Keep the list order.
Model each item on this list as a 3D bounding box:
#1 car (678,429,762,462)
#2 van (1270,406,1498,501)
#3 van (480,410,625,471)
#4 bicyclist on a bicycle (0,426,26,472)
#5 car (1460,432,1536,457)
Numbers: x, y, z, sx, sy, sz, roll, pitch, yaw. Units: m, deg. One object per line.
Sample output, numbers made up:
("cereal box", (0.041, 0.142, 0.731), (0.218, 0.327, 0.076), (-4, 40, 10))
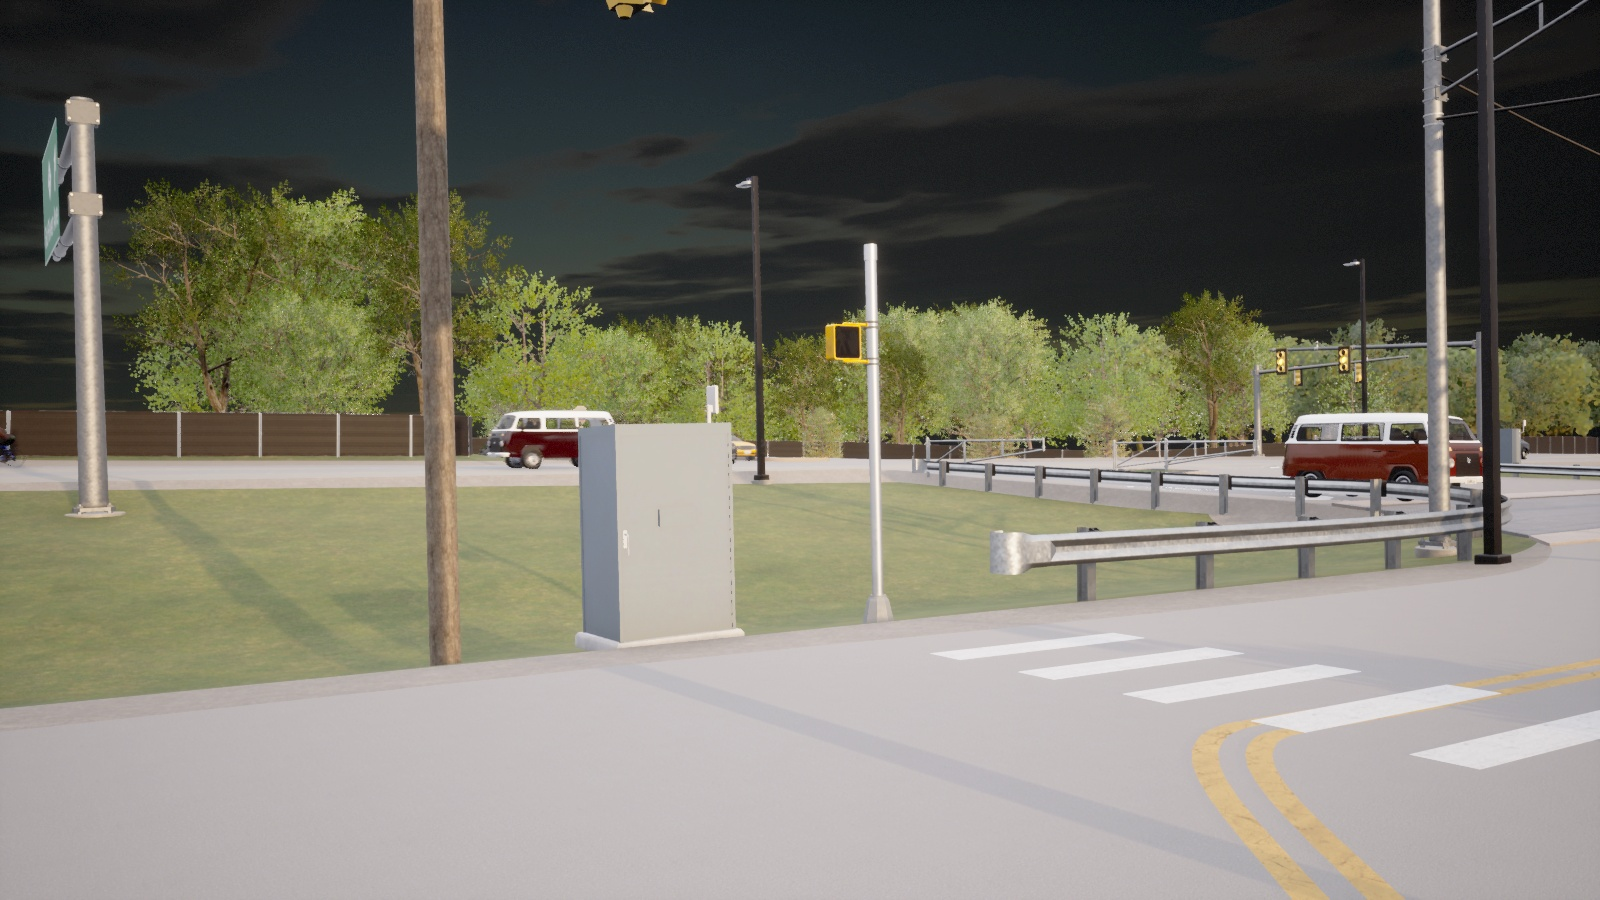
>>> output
("car", (-4.075, -0.242, 62.831), (1.801, 1.575, 5.366), (-1, 1, -33))
("van", (13.654, 0.076, 29.631), (2.069, 2.038, 4.480), (0, 0, -30))
("van", (-8.621, -0.329, 43.857), (4.480, 2.038, 2.069), (0, 0, -34))
("bicyclist on a bicycle", (-28.700, -0.034, 44.892), (1.656, 1.620, 0.582), (-1, 0, -14))
("car", (43.577, -0.359, 78.361), (4.902, 1.511, 2.128), (-1, 0, -34))
